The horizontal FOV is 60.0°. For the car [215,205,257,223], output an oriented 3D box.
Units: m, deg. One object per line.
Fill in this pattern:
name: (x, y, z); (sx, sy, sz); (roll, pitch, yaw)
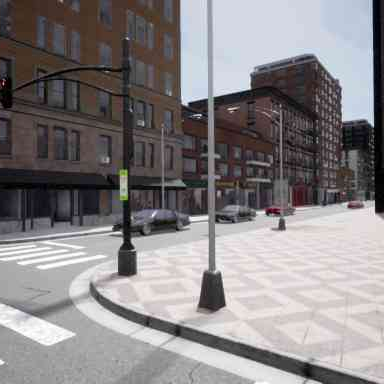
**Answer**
car: (3.690, 1.793, 28.167); (2.033, 1.411, 5.357); (-1, -1, 35)

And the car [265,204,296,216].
car: (9.705, 1.930, 36.494); (1.895, 1.301, 4.718); (-1, -1, 36)

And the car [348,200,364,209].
car: (27.415, 2.061, 55.628); (1.994, 1.385, 4.181); (-1, -1, 36)

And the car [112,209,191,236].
car: (-2.218, 1.708, 19.961); (2.033, 1.411, 5.357); (-1, -1, 36)
